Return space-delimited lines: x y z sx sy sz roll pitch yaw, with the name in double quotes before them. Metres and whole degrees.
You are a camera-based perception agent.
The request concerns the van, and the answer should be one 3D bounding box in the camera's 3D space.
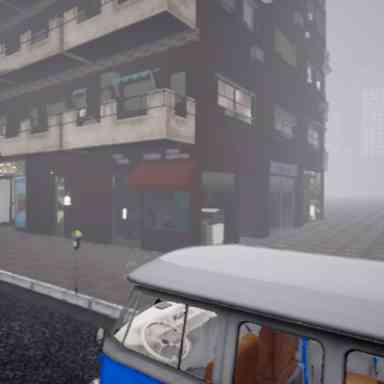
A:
"van" 1.149 1.341 1.900 3.998 1.788 1.690 1 0 35
